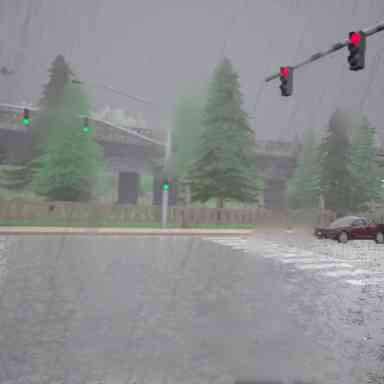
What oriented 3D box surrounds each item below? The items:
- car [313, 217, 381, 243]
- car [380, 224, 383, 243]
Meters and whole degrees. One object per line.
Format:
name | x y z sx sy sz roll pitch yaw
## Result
car | 9.851 2.288 20.665 5.008 1.535 1.882 3 -1 -24
car | 13.234 2.450 18.334 4.902 1.511 2.128 3 -1 -23
